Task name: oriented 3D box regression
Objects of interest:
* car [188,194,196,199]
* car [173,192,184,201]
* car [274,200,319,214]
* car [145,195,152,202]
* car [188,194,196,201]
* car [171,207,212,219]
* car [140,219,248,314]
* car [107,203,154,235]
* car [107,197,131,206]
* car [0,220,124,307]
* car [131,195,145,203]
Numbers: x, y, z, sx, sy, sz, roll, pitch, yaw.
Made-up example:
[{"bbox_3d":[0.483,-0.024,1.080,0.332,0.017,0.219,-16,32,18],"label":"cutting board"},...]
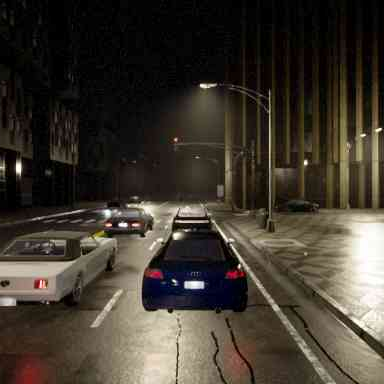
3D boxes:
[{"bbox_3d":[-0.013,1.192,85.509,1.895,1.301,4.718,0,0,0],"label":"car"},{"bbox_3d":[-3.262,1.296,75.057,1.837,1.490,4.892,0,0,0],"label":"car"},{"bbox_3d":[10.306,1.466,33.002,4.181,1.385,1.994,0,0,-2],"label":"car"},{"bbox_3d":[-9.764,1.353,72.440,2.033,1.411,5.357,0,0,0],"label":"car"},{"bbox_3d":[-0.012,1.336,75.057,2.033,1.411,5.357,0,0,0],"label":"car"},{"bbox_3d":[-0.003,1.477,16.579,2.128,1.511,4.902,0,0,0],"label":"car"},{"bbox_3d":[0.085,1.560,7.705,1.994,1.385,4.181,0,0,1],"label":"car"},{"bbox_3d":[-3.155,1.531,17.517,2.033,1.411,5.357,0,0,0],"label":"car"},{"bbox_3d":[-9.855,1.522,43.945,1.895,1.301,4.718,0,0,0],"label":"car"},{"bbox_3d":[-3.149,1.597,7.926,1.895,1.301,4.718,0,0,0],"label":"car"},{"bbox_3d":[-9.845,1.421,56.900,2.033,1.411,5.357,0,0,0],"label":"car"}]
